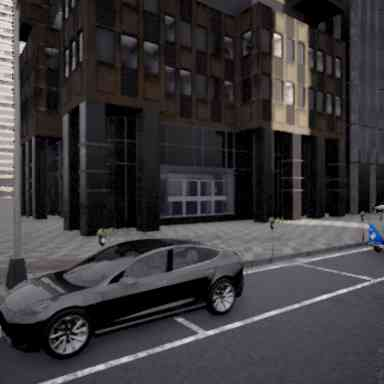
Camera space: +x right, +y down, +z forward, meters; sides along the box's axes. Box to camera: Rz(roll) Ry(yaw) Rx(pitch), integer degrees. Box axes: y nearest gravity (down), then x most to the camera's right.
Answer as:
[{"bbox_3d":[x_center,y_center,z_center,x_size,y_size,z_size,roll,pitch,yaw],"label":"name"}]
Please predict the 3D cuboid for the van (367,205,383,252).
[{"bbox_3d":[8.236,1.338,12.521,3.998,1.788,1.690,0,0,-35],"label":"van"}]

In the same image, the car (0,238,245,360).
[{"bbox_3d":[-0.944,1.565,5.977,4.313,1.339,1.947,0,0,-35],"label":"car"}]
